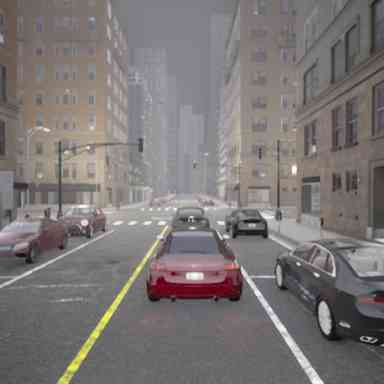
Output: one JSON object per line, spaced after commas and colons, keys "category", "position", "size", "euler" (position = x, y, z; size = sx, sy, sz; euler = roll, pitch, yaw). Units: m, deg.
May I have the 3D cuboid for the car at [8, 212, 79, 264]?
{"category": "car", "position": [-5.733, 1.584, 11.776], "size": [1.802, 1.307, 4.206], "euler": [0, 0, 0]}

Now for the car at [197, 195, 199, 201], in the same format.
{"category": "car", "position": [2.543, 1.619, 65.233], "size": [2.008, 1.369, 4.403], "euler": [0, 0, 0]}

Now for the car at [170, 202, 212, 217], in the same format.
{"category": "car", "position": [-0.058, 1.509, 17.232], "size": [1.837, 1.490, 4.892], "euler": [0, 0, 0]}

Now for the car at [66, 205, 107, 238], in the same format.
{"category": "car", "position": [-5.764, 1.444, 17.278], "size": [1.967, 1.590, 4.097], "euler": [0, 0, 0]}

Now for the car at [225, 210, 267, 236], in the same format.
{"category": "car", "position": [2.761, 1.570, 17.326], "size": [1.947, 1.339, 4.313], "euler": [0, 0, 0]}

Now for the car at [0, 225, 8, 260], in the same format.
{"category": "car", "position": [-5.701, 1.567, 6.275], "size": [1.947, 1.339, 4.313], "euler": [0, 0, 0]}

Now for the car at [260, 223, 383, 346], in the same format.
{"category": "car", "position": [2.824, 1.552, 6.323], "size": [2.008, 1.369, 4.403], "euler": [0, 0, 0]}

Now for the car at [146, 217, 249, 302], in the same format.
{"category": "car", "position": [0.036, 1.565, 8.319], "size": [1.994, 1.385, 4.181], "euler": [0, 0, -1]}

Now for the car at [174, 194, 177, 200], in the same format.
{"category": "car", "position": [-6.089, 1.475, 92.240], "size": [2.192, 1.841, 5.009], "euler": [0, 0, 0]}

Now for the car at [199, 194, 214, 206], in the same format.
{"category": "car", "position": [2.584, 1.487, 54.416], "size": [1.967, 1.590, 4.097], "euler": [0, 0, 0]}

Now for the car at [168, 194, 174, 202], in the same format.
{"category": "car", "position": [-6.045, 1.642, 81.253], "size": [1.752, 1.417, 4.829], "euler": [0, 0, 0]}

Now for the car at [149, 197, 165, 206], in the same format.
{"category": "car", "position": [-5.941, 1.628, 54.380], "size": [1.802, 1.307, 4.206], "euler": [0, 0, 0]}

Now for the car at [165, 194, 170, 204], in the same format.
{"category": "car", "position": [-5.982, 1.619, 65.197], "size": [2.008, 1.369, 4.403], "euler": [0, 0, 0]}

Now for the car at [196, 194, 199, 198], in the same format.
{"category": "car", "position": [2.500, 1.539, 76.051], "size": [1.967, 1.590, 4.097], "euler": [0, 0, 0]}
